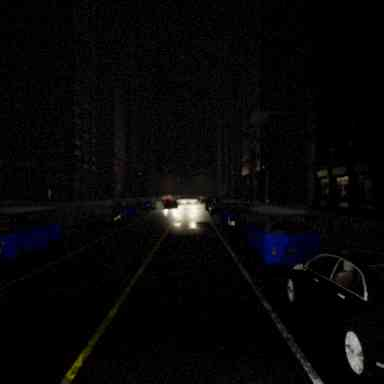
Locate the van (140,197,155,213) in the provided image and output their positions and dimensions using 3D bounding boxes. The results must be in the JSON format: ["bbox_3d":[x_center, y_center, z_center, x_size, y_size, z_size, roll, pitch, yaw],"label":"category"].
[{"bbox_3d":[-5.763,1.514,39.328,1.690,1.788,3.998,0,0,0],"label":"van"}]

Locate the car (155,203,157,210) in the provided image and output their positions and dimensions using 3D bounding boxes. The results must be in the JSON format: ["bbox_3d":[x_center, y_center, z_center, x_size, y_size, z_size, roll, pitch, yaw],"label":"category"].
[{"bbox_3d":[-5.763,1.723,44.834,1.752,1.417,4.829,0,0,0],"label":"car"}]

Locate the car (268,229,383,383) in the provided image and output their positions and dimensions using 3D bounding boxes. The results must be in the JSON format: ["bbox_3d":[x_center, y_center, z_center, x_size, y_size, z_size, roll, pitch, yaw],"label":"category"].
[{"bbox_3d":[2.762,1.573,5.272,2.008,1.369,4.403,0,0,0],"label":"car"}]

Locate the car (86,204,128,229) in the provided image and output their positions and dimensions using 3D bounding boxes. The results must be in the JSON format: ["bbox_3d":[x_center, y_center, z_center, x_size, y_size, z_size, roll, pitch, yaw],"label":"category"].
[{"bbox_3d":[-5.763,1.678,22.294,1.802,1.307,4.206,0,0,0],"label":"car"}]

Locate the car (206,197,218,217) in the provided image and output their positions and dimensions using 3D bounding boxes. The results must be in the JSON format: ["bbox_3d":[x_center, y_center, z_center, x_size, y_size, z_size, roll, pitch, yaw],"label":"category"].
[{"bbox_3d":[2.762,1.587,33.659,1.967,1.590,4.097,0,0,0],"label":"car"}]

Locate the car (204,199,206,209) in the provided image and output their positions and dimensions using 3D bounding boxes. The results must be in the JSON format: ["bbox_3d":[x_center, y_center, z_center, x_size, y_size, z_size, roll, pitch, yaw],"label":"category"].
[{"bbox_3d":[2.762,1.755,39.336,1.802,1.307,4.206,0,0,0],"label":"car"}]

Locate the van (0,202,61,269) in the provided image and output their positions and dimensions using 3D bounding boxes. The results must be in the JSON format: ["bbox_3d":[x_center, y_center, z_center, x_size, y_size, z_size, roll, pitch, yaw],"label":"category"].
[{"bbox_3d":[-5.763,1.388,10.941,1.690,1.788,3.998,0,0,0],"label":"van"}]

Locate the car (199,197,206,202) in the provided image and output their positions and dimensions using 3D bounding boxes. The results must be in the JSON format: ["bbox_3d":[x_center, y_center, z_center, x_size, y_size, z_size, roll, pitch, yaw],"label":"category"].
[{"bbox_3d":[2.763,1.952,88.909,1.887,1.381,4.507,0,0,0],"label":"car"}]

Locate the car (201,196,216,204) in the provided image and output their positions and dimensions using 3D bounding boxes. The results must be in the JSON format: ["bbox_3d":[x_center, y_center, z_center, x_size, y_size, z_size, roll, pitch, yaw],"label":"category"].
[{"bbox_3d":[2.762,1.514,45.015,2.192,1.841,5.009,0,0,0],"label":"car"}]

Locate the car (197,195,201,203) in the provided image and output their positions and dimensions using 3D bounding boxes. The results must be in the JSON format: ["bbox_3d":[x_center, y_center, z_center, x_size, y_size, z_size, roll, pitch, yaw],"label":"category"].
[{"bbox_3d":[2.763,1.876,71.987,2.008,1.369,4.403,0,0,0],"label":"car"}]

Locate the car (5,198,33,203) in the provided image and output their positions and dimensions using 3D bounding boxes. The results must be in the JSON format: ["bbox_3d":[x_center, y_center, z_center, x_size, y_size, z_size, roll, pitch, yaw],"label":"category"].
[{"bbox_3d":[-29.214,1.827,56.893,5.008,1.535,1.882,1,0,0],"label":"car"}]

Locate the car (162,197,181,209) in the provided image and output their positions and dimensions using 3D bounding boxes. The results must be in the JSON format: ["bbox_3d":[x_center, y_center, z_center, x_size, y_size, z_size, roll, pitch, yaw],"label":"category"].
[{"bbox_3d":[-3.004,1.780,48.372,1.994,1.385,4.181,0,0,0],"label":"car"}]

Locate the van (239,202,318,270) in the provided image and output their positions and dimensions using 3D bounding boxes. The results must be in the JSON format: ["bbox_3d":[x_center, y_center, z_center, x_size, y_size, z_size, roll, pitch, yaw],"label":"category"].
[{"bbox_3d":[2.762,1.388,10.950,1.690,1.788,3.998,0,0,0],"label":"van"}]

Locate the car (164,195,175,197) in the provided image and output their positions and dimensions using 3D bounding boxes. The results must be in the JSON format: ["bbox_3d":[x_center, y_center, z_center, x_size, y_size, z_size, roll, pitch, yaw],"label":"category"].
[{"bbox_3d":[-5.763,1.668,77.619,2.192,1.841,5.009,0,0,0],"label":"car"}]

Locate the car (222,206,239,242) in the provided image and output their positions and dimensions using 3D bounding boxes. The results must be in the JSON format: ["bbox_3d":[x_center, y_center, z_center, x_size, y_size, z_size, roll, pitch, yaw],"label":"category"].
[{"bbox_3d":[2.762,1.616,16.627,1.887,1.381,4.507,0,0,0],"label":"car"}]

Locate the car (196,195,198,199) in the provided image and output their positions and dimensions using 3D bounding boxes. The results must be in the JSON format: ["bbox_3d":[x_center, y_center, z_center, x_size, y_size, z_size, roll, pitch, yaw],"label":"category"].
[{"bbox_3d":[2.763,1.931,83.268,2.008,1.369,4.403,0,0,0],"label":"car"}]

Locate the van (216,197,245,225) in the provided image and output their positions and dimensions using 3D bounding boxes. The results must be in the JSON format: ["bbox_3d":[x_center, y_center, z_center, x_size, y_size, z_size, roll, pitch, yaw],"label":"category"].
[{"bbox_3d":[2.762,1.437,22.305,1.690,1.788,3.998,0,0,0],"label":"van"}]

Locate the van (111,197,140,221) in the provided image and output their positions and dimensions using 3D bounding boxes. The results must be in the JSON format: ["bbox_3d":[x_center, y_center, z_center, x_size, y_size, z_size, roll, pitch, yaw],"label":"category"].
[{"bbox_3d":[-5.763,1.463,27.973,1.690,1.788,3.998,0,0,0],"label":"van"}]
